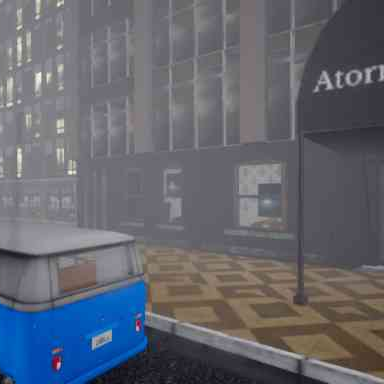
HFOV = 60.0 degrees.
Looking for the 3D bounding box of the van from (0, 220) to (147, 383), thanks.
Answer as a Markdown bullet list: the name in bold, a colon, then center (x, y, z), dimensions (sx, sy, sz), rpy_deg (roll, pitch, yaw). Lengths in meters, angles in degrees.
- **van**: center (-2.467, 1.341, 4.634), dimensions (3.998, 1.788, 1.690), rpy_deg (0, 0, 35)
